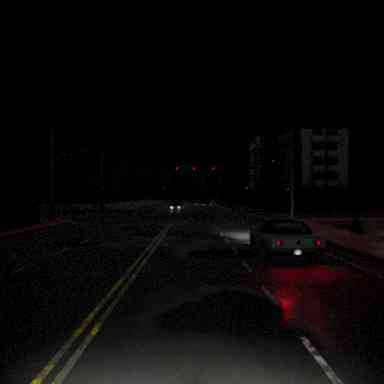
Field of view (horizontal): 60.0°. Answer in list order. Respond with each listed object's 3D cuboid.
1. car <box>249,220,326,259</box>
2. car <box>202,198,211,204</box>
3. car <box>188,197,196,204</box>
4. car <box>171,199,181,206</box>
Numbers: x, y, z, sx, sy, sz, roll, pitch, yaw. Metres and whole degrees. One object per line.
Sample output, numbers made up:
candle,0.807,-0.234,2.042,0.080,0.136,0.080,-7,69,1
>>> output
car,3.515,1.748,13.233,1.895,1.301,4.718,0,-1,0
car,3.507,2.261,81.571,1.812,1.442,4.674,0,-1,0
car,0.007,2.093,81.529,2.097,1.767,4.553,0,-1,0
car,-3.494,2.303,70.668,1.812,1.442,4.674,0,-1,0
